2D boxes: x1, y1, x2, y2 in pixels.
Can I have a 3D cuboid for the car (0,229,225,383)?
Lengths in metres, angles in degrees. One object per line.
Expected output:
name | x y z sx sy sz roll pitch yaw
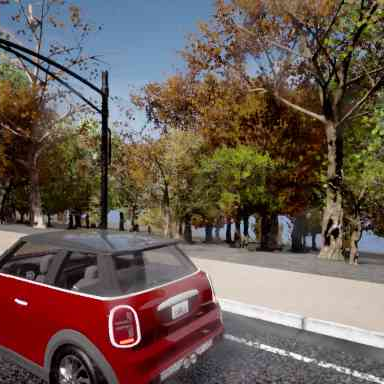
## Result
car | -1.861 1.351 5.012 4.553 1.767 2.097 0 0 36
